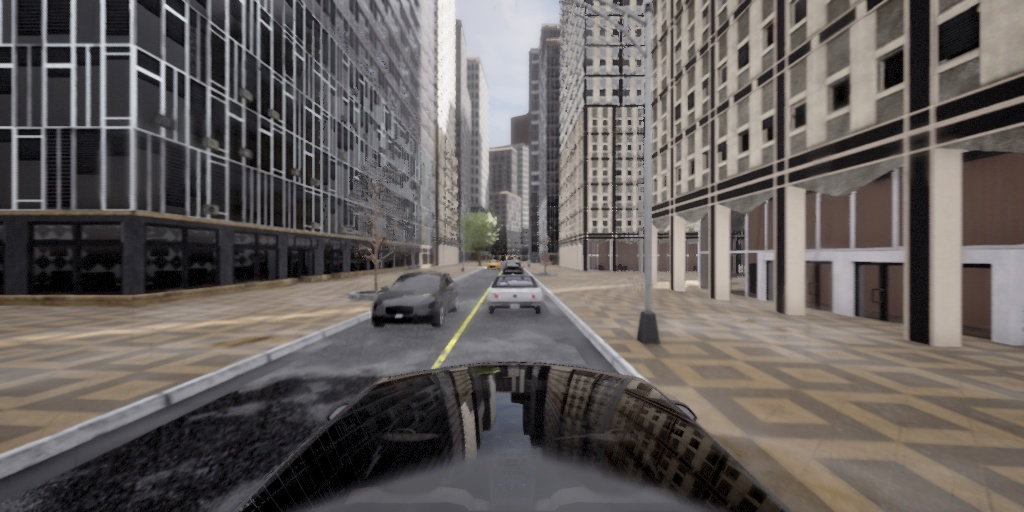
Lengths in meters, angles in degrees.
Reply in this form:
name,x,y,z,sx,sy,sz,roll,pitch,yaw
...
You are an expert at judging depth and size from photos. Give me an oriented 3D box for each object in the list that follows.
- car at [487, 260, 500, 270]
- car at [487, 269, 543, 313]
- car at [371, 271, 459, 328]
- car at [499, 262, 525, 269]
name,x,y,z,sx,sy,sz,roll,pitch,yaw
car,-2.802,1.338,55.057,1.882,1.535,5.008,0,0,0
car,0.103,1.361,13.944,1.895,1.301,4.718,0,0,0
car,-2.850,1.263,11.475,1.837,1.490,4.892,0,0,0
car,0.103,1.295,31.659,1.837,1.490,4.892,0,0,0
